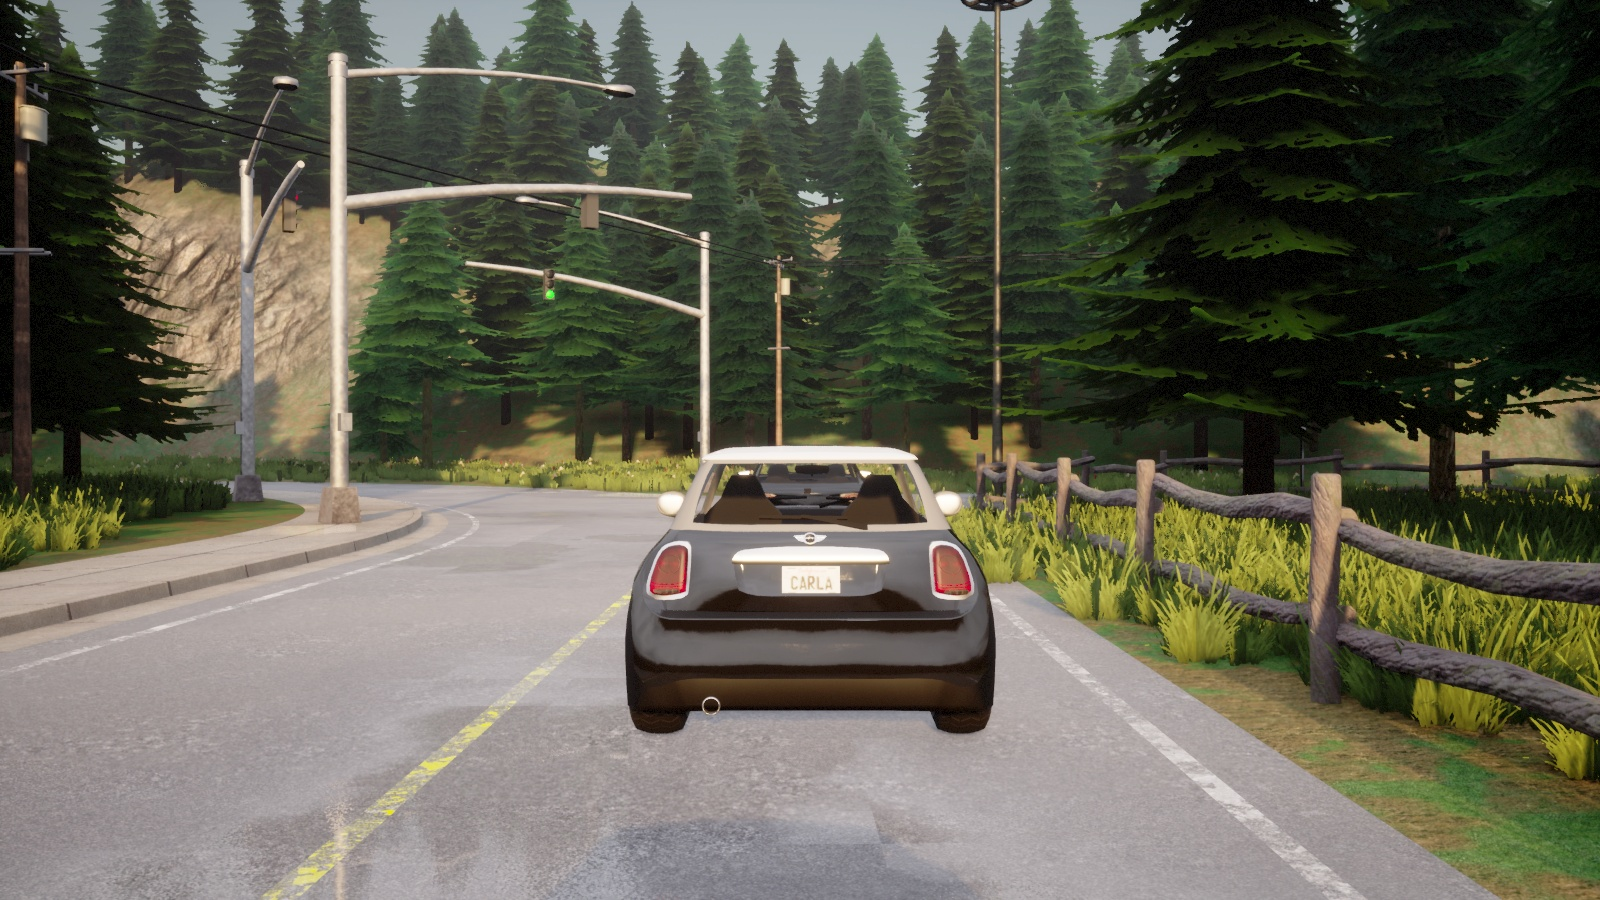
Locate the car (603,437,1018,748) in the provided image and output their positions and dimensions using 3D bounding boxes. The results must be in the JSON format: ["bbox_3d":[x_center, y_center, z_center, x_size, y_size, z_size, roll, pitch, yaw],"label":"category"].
[{"bbox_3d":[0.058,0.668,7.864,1.970,1.475,3.806,0,0,0],"label":"car"}]
